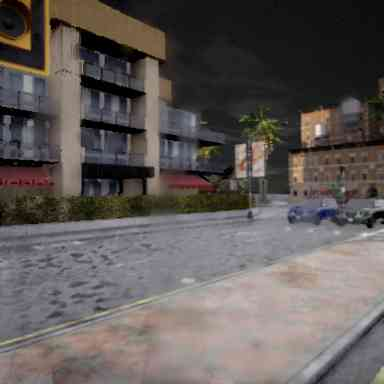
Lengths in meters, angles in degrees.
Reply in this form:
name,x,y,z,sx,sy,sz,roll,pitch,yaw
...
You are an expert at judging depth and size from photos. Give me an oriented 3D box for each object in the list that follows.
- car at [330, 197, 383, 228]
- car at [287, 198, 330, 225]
name,x,y,z,sx,sy,sz,roll,pitch,yaw
car,12.003,1.414,23.226,2.150,2.045,5.566,-1,-1,44
car,9.475,1.463,25.646,2.150,2.045,5.566,-1,-1,44
